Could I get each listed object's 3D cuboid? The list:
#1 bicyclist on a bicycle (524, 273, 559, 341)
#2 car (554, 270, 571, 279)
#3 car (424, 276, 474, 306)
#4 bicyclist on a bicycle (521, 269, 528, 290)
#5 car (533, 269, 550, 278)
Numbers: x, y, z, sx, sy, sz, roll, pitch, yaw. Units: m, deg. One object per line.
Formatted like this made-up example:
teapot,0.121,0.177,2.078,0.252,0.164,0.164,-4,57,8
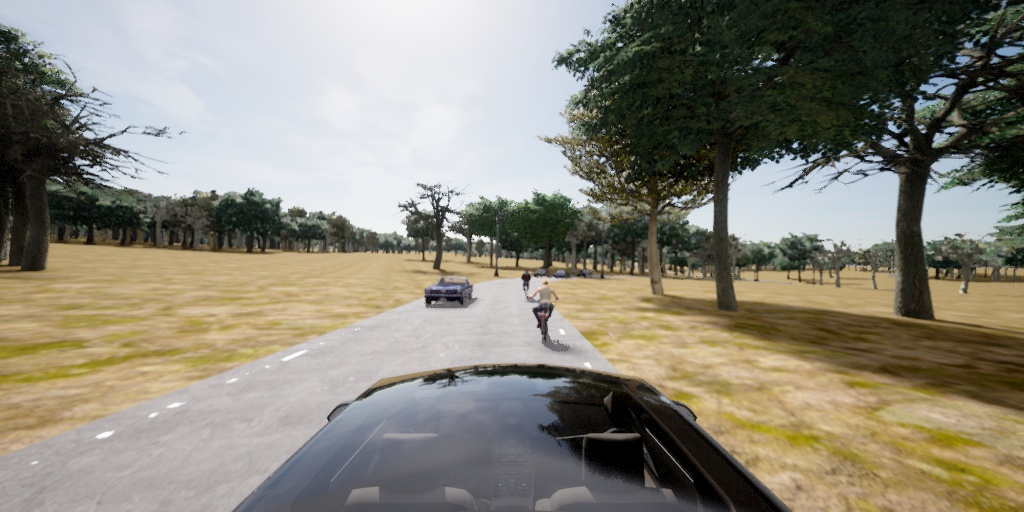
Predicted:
bicyclist on a bicycle,0.851,1.357,9.521,0.866,1.612,1.509,2,-1,0
car,8.675,3.113,61.370,2.033,1.411,5.357,1,-2,24
car,-3.105,1.726,18.409,1.895,1.301,4.718,1,-2,0
bicyclist on a bicycle,0.816,1.610,20.778,0.659,1.776,1.843,2,-3,0
car,5.069,2.959,61.037,1.837,1.490,4.892,1,-2,23
